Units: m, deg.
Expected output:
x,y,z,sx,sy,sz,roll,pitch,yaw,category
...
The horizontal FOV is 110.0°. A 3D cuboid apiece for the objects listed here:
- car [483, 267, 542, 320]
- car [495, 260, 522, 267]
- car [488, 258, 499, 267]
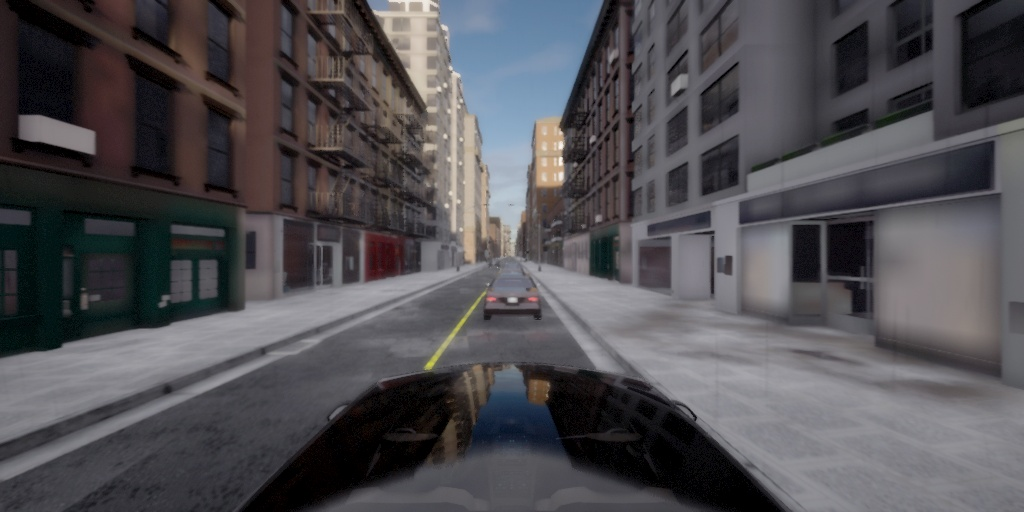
x,y,z,sx,sy,sz,roll,pitch,yaw,category
0.038,1.279,12.560,2.033,1.411,5.357,0,0,1,car
0.054,1.249,27.552,2.033,1.411,5.357,0,0,1,car
-2.984,1.114,61.178,2.128,1.511,4.902,0,0,1,car
